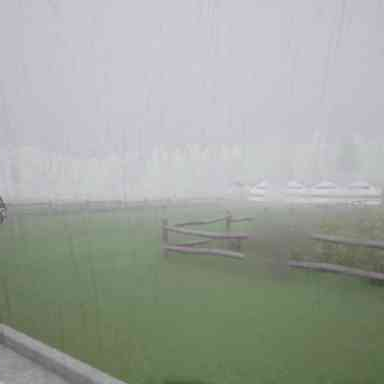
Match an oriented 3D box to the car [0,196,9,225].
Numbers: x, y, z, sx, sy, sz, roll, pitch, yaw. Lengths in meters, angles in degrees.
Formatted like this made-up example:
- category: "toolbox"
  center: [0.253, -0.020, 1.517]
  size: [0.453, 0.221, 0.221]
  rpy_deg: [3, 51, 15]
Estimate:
- category: "car"
  center: [-13.125, 1.121, 19.893]
  size: [1.905, 1.878, 3.866]
  rpy_deg: [0, 0, 35]
